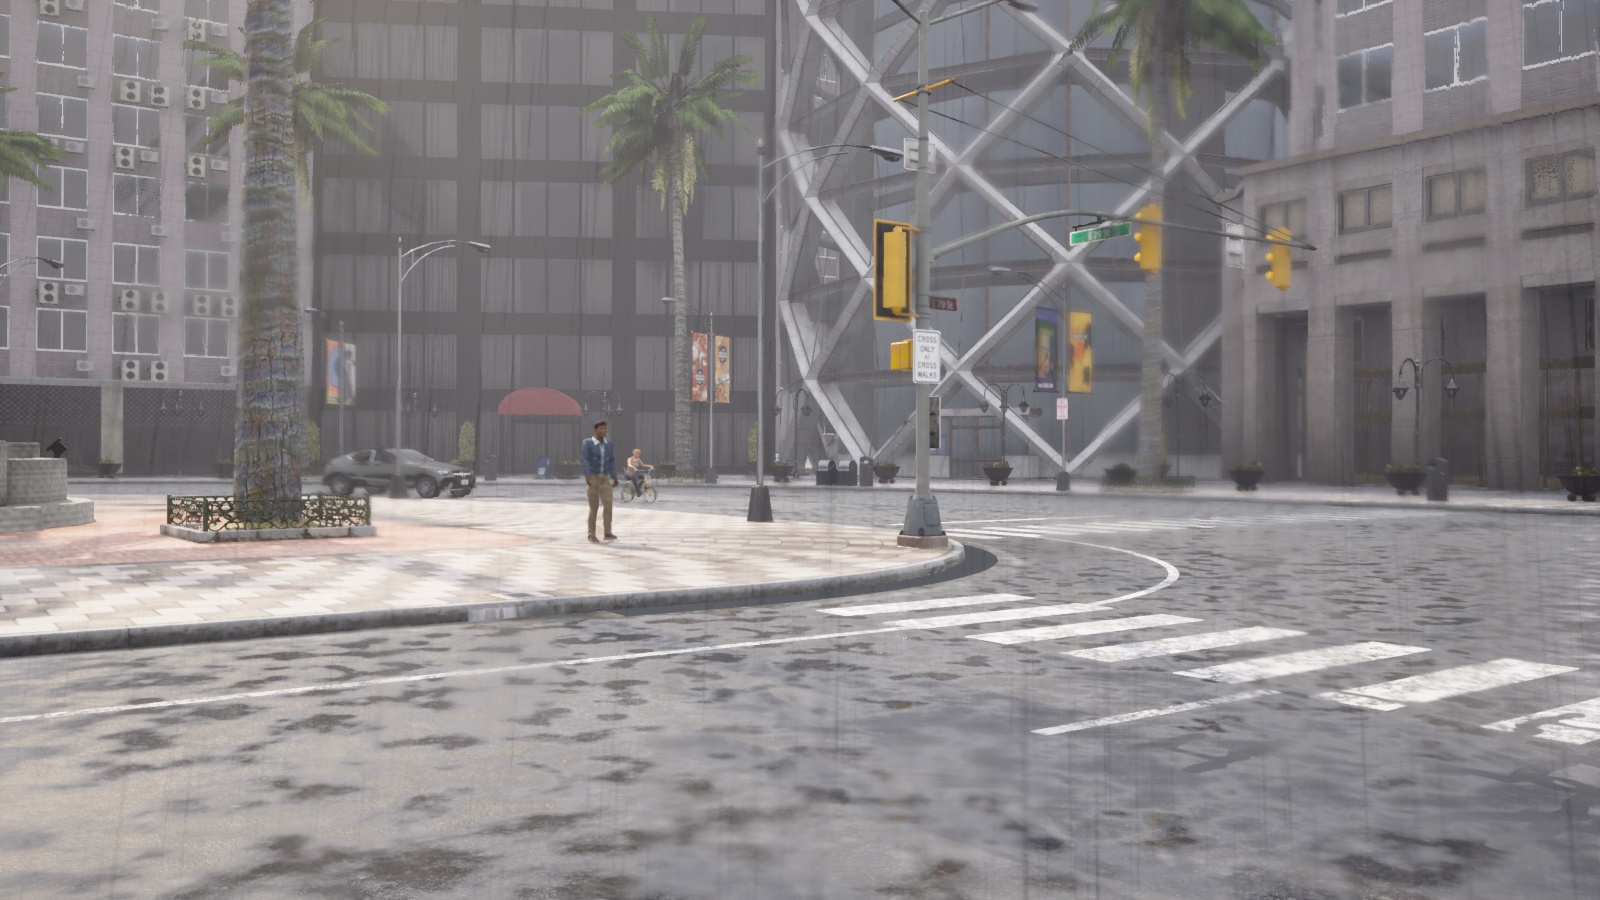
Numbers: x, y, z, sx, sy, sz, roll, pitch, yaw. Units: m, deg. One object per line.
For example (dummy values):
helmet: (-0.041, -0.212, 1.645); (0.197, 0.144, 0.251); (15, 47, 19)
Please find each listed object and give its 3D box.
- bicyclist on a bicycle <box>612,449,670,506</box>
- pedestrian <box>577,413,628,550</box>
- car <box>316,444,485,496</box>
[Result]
bicyclist on a bicycle: (-4.642, 0.781, 36.643); (1.509, 1.612, 0.866); (0, 1, 40)
pedestrian: (-2.884, 0.452, 18.338); (0.423, 1.949, 0.788); (0, 0, -36)
car: (-13.241, 0.654, 41.700); (5.027, 1.651, 2.152); (0, 0, 18)
